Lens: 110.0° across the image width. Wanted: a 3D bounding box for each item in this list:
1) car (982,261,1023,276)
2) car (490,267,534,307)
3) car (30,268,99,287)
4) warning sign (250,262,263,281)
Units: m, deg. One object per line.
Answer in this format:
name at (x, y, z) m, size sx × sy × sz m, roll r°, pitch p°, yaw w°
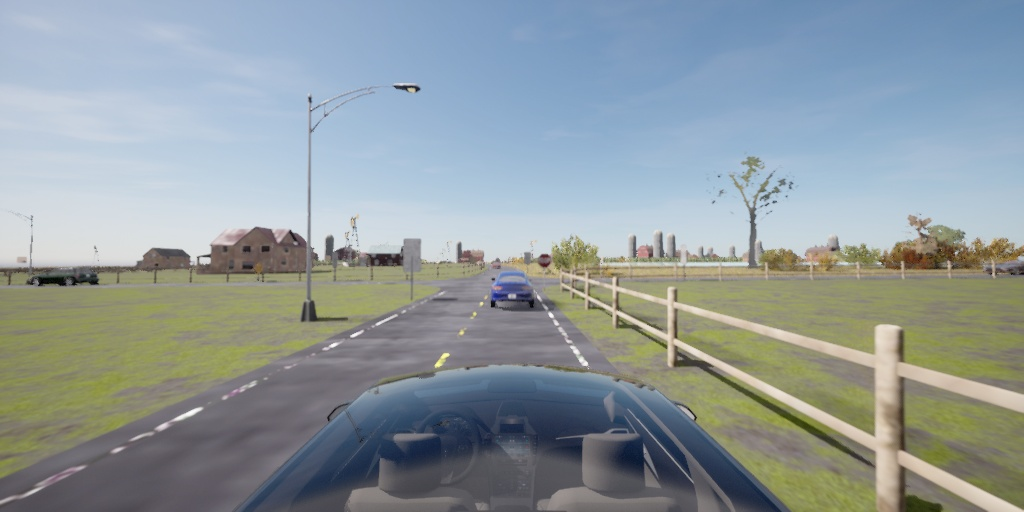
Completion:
car at (49.071, 1.154, 34.674) m, size 5.357 × 1.411 × 2.033 m, roll 0°, pitch -2°, yaw 0°
car at (0.020, 1.416, 16.239) m, size 1.812 × 1.442 × 4.674 m, roll 0°, pitch 0°, yaw 0°
car at (-42.129, 1.914, 33.811) m, size 4.553 × 1.767 × 2.097 m, roll -1°, pitch -2°, yaw 0°
warning sign at (-25.757, 1.565, 36.393) m, size 1.060 × 1.860 × 1.300 m, roll 0°, pitch 0°, yaw -1°
